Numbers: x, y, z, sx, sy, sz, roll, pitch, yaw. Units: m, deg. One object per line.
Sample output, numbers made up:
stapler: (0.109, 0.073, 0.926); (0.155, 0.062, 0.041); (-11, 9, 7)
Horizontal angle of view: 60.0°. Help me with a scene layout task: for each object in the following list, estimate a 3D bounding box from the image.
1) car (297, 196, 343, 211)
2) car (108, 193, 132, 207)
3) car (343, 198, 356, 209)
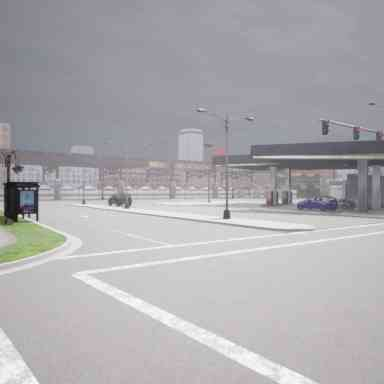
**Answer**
car: (14.352, 1.295, 38.353); (2.242, 1.667, 4.611); (0, 0, -35)
car: (-11.338, 1.222, 52.244); (2.150, 2.045, 5.566); (0, 0, -35)
car: (18.626, 1.456, 42.267); (1.970, 1.475, 3.806); (0, 0, -35)
